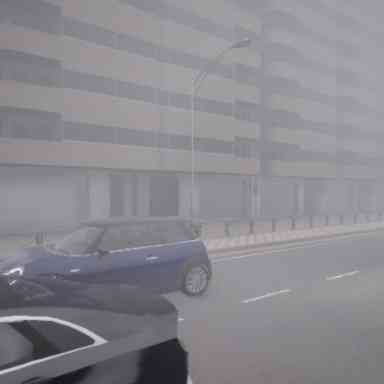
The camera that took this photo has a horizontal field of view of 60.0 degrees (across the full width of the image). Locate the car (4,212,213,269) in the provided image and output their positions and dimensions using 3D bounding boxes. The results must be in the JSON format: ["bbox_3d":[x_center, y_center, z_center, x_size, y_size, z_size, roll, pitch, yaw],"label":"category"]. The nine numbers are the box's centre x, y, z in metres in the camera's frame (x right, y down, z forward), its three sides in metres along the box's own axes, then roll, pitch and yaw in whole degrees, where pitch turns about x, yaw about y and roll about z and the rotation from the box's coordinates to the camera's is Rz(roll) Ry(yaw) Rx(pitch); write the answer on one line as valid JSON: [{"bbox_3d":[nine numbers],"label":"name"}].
[{"bbox_3d":[-1.801,1.352,6.969,4.553,1.767,2.097,0,0,-36],"label":"car"}]

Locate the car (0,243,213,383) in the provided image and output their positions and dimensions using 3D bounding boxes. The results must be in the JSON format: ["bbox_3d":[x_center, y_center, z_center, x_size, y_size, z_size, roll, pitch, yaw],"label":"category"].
[{"bbox_3d":[-2.281,1.491,2.284,4.902,1.511,2.128,0,0,-36],"label":"car"}]
